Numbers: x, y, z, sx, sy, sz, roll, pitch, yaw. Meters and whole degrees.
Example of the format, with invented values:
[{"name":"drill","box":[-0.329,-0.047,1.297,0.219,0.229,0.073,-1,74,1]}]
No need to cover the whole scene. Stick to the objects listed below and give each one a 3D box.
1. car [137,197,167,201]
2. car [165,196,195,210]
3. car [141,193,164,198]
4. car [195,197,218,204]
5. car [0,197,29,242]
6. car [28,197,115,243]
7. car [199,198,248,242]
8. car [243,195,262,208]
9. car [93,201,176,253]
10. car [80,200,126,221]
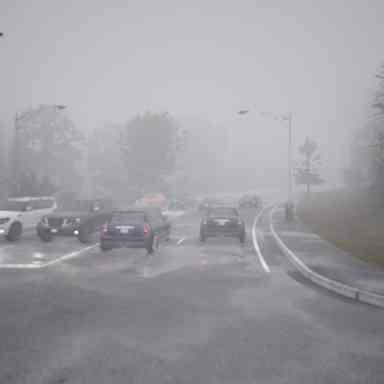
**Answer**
[{"name":"car","box":[-3.794,1.449,26.559,1.812,1.442,4.674,0,2,13]},{"name":"car","box":[-1.059,1.144,36.480,1.895,1.301,4.718,0,3,18]},{"name":"car","box":[-4.494,0.914,37.251,2.097,1.767,4.553,0,3,18]},{"name":"car","box":[2.065,1.171,34.013,1.994,1.385,4.181,0,3,17]},{"name":"car","box":[-9.104,1.305,17.539,2.150,2.045,5.566,0,0,7]},{"name":"car","box":[-5.616,1.306,17.185,2.150,2.045,5.566,0,0,8]},{"name":"car","box":[1.704,1.432,17.331,2.097,1.767,4.553,0,1,9]},{"name":"car","box":[6.538,1.012,36.527,1.895,1.301,4.718,0,3,19]},{"name":"car","box":[-2.244,1.454,14.450,2.097,1.767,4.553,0,0,7]},{"name":"car","box":[-7.191,1.486,27.401,1.994,1.385,4.181,0,1,12]}]
